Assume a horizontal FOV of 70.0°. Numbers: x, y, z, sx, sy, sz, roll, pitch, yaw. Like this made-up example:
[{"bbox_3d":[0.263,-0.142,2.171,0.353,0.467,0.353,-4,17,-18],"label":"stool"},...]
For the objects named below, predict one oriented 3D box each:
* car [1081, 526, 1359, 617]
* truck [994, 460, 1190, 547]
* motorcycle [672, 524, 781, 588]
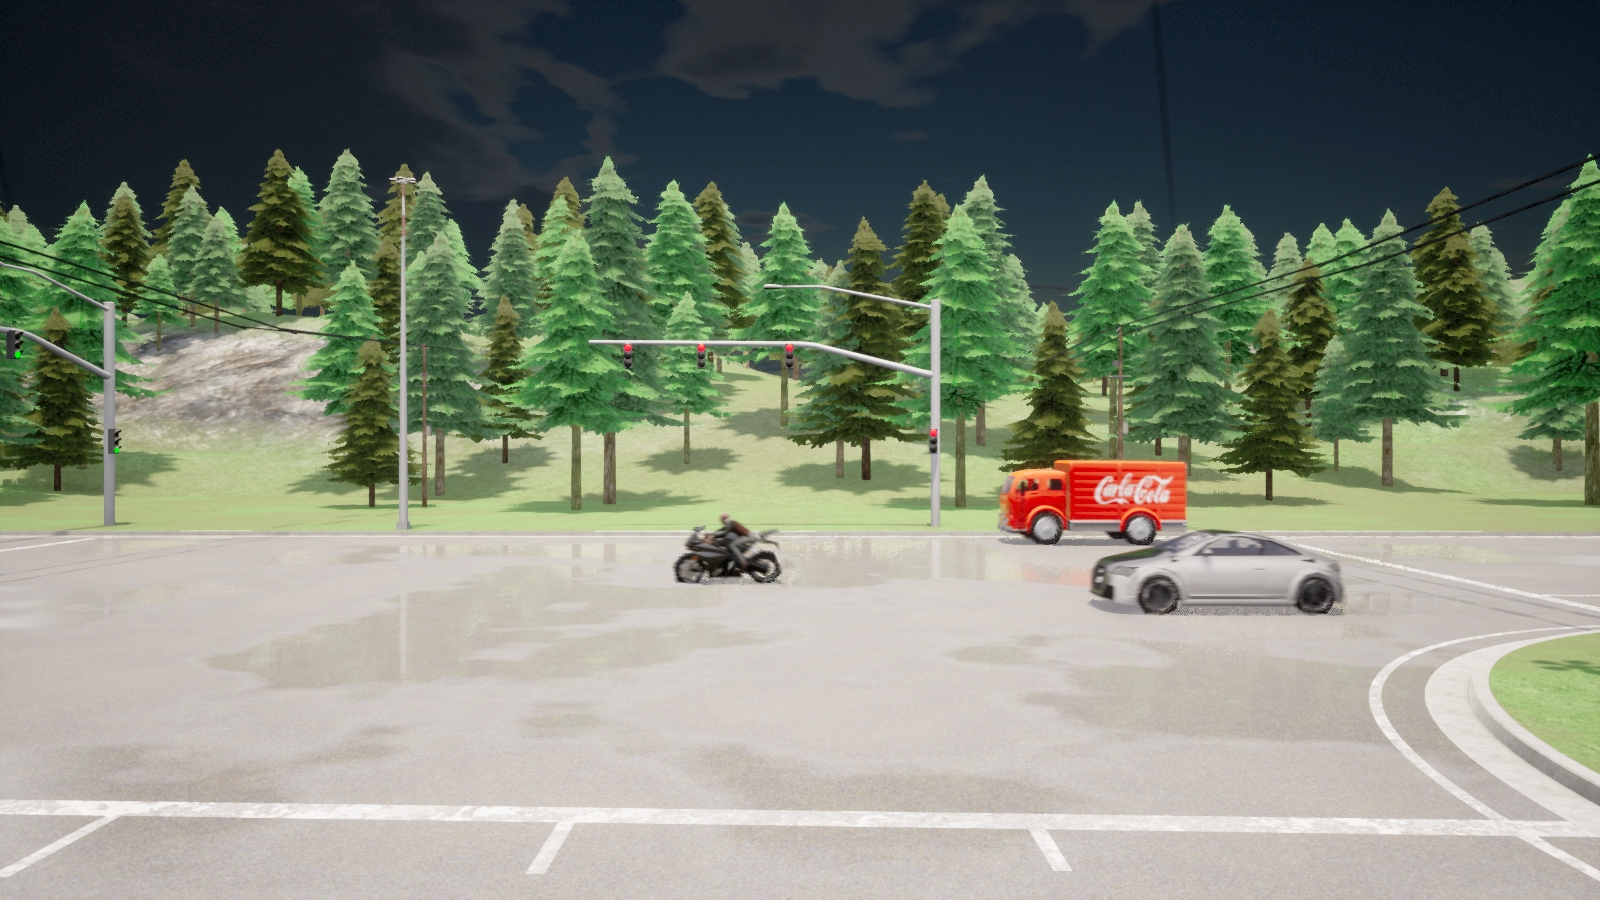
[{"bbox_3d":[7.292,2.105,20.182,4.181,1.385,1.994,0,0,0],"label":"car"},{"bbox_3d":[8.629,1.545,34.173,5.204,2.467,2.627,0,0,0],"label":"truck"},{"bbox_3d":[-1.503,2.189,23.737,2.209,1.251,0.867,0,0,0],"label":"motorcycle"}]
